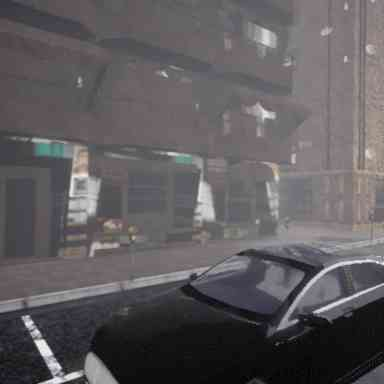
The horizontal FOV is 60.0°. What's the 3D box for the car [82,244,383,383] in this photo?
[{"bbox_3d":[1.162,1.496,4.212,4.902,1.511,2.128,0,0,-36],"label":"car"}]
